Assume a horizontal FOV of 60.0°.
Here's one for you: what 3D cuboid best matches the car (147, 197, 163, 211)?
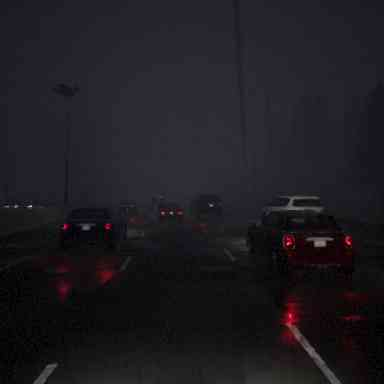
[{"bbox_3d":[-4.419,1.370,41.394,2.097,1.767,4.553,0,0,-12],"label":"car"}]

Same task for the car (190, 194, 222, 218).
[{"bbox_3d":[1.180,1.228,30.191,2.150,2.045,5.566,0,0,-8],"label":"car"}]

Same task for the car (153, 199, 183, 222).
[{"bbox_3d":[-1.811,1.558,26.424,2.033,1.411,5.357,0,0,-8],"label":"car"}]

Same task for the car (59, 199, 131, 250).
[{"bbox_3d":[-4.088,1.362,14.480,2.097,1.767,4.553,0,0,-4],"label":"car"}]

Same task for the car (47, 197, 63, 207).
[{"bbox_3d":[-21.919,1.572,53.235,1.812,1.442,4.674,0,0,-16],"label":"car"}]

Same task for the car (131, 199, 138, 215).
[{"bbox_3d":[-6.582,1.510,34.213,2.128,1.511,4.902,0,0,-10],"label":"car"}]

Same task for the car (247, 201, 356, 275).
[{"bbox_3d":[3.179,1.351,10.649,2.097,1.767,4.553,0,0,-3],"label":"car"}]

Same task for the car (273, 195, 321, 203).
[{"bbox_3d":[5.965,1.219,20.162,2.150,2.045,5.566,0,0,-6],"label":"car"}]
